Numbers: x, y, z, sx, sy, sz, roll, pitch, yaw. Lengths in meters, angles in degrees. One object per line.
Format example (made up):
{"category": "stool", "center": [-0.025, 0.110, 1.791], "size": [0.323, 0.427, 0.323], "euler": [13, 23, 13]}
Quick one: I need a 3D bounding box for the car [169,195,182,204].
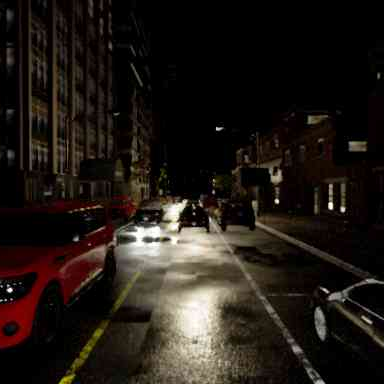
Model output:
{"category": "car", "center": [-2.982, 1.630, 67.342], "size": [2.128, 1.511, 4.902], "euler": [0, 0, 0]}

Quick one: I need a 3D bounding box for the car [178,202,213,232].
{"category": "car", "center": [0.109, 1.564, 20.482], "size": [1.812, 1.442, 4.674], "euler": [0, 0, 0]}

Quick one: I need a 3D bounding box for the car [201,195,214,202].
{"category": "car", "center": [2.688, 1.407, 48.602], "size": [2.192, 1.841, 5.009], "euler": [-1, 0, 0]}

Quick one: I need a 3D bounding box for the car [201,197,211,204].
{"category": "car", "center": [2.696, 1.705, 65.204], "size": [1.802, 1.307, 4.206], "euler": [-1, 0, 0]}

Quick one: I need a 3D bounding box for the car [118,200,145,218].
{"category": "car", "center": [-5.694, 1.585, 31.840], "size": [1.752, 1.417, 4.829], "euler": [-1, 0, 0]}

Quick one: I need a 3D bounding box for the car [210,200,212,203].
{"category": "car", "center": [2.686, 1.576, 26.633], "size": [1.752, 1.417, 4.829], "euler": [-1, 0, 0]}

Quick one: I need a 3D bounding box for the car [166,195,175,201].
{"category": "car", "center": [-5.681, 1.603, 87.359], "size": [1.967, 1.590, 4.097], "euler": [-1, 0, 0]}

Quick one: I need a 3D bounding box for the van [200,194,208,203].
{"category": "van", "center": [2.695, 1.484, 76.273], "size": [1.690, 1.788, 3.998], "euler": [-1, 0, 0]}

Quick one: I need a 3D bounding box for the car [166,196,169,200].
{"category": "car", "center": [-5.687, 1.637, 59.514], "size": [1.752, 1.417, 4.829], "euler": [-1, 0, 0]}

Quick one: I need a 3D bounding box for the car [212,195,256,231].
{"category": "car", "center": [2.681, 1.355, 20.929], "size": [2.192, 1.841, 5.009], "euler": [-1, 0, 0]}

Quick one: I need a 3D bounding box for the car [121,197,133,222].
{"category": "car", "center": [-5.698, 1.365, 26.475], "size": [2.192, 1.841, 5.009], "euler": [-1, 0, 0]}

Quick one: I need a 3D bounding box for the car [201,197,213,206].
{"category": "car", "center": [2.694, 1.678, 59.670], "size": [1.947, 1.339, 4.313], "euler": [-1, 0, 0]}

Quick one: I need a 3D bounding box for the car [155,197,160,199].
{"category": "car", "center": [-5.690, 1.625, 43.080], "size": [1.887, 1.381, 4.507], "euler": [-1, 0, 0]}

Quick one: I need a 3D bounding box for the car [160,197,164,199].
{"category": "car", "center": [-5.688, 1.626, 53.980], "size": [1.752, 1.417, 4.829], "euler": [-1, 0, 0]}

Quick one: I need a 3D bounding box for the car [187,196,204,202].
{"category": "car", "center": [0.111, 1.627, 42.560], "size": [2.033, 1.411, 5.357], "euler": [0, 0, 0]}

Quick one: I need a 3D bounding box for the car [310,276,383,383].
{"category": "car", "center": [2.691, 1.559, 3.589], "size": [2.008, 1.369, 4.403], "euler": [-1, 0, 0]}

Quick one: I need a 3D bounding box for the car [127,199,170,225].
{"category": "car", "center": [-3.091, 1.538, 24.726], "size": [2.128, 1.511, 4.902], "euler": [0, 0, 0]}

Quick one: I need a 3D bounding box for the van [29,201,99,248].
{"category": "van", "center": [-5.701, 1.370, 15.406], "size": [1.690, 1.788, 3.998], "euler": [-1, 0, 0]}

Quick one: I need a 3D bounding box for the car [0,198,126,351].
{"category": "car", "center": [-3.059, 1.237, 6.592], "size": [2.150, 2.045, 5.566], "euler": [0, 0, 1]}
